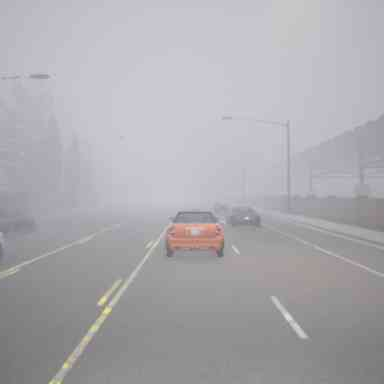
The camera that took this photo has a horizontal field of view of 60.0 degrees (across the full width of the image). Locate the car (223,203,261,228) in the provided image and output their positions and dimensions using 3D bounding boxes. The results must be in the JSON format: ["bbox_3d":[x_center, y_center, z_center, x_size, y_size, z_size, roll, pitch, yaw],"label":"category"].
[{"bbox_3d":[3.605,1.713,23.826,1.994,1.385,4.181,0,0,0],"label":"car"}]

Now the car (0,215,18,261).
[{"bbox_3d":[-7.080,1.584,9.264,1.812,1.442,4.674,0,0,0],"label":"car"}]

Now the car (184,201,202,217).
[{"bbox_3d":[0.109,1.743,34.744,1.812,1.442,4.674,0,0,0],"label":"car"}]

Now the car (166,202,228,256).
[{"bbox_3d":[0.104,1.438,13.669,2.097,1.767,4.553,0,0,0],"label":"car"}]

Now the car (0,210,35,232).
[{"bbox_3d":[-10.512,1.681,18.508,1.994,1.385,4.181,0,0,1],"label":"car"}]
